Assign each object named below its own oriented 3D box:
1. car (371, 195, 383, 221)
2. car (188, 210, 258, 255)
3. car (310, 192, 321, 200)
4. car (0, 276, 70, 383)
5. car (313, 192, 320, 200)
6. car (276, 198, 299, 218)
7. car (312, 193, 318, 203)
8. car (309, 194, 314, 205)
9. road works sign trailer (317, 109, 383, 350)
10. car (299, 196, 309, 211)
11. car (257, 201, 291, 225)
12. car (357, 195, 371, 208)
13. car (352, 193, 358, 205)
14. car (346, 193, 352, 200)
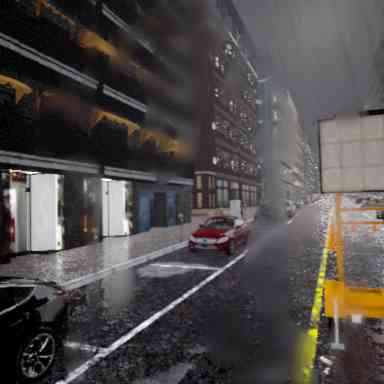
[{"bbox_3d":[12.978,1.032,21.063,2.192,1.841,5.009,0,0,23],"label":"car"},{"bbox_3d":[1.277,1.657,13.768,1.802,1.307,4.206,0,0,23],"label":"car"},{"bbox_3d":[30.333,0.947,81.428,2.192,1.841,5.009,0,0,23],"label":"car"},{"bbox_3d":[-3.193,1.712,3.358,1.947,1.339,4.313,0,0,23],"label":"car"},{"bbox_3d":[25.796,1.223,70.863,1.752,1.417,4.829,0,0,23],"label":"car"},{"bbox_3d":[7.982,1.410,29.382,1.967,1.590,4.097,0,0,23],"label":"car"},{"bbox_3d":[21.394,1.307,60.612,1.887,1.381,4.507,0,0,23],"label":"car"},{"bbox_3d":[16.923,1.376,50.202,1.887,1.381,4.507,0,0,23],"label":"car"},{"bbox_3d":[3.471,0.388,5.638,2.380,3.560,2.880,-2,-1,23],"label":"road works sign trailer"},{"bbox_3d":[12.453,1.452,39.792,2.008,1.369,4.403,0,0,23],"label":"car"},{"bbox_3d":[5.747,1.571,24.178,1.947,1.339,4.313,0,0,23],"label":"car"},{"bbox_3d":[19.753,1.137,36.834,1.752,1.417,4.829,0,0,23],"label":"car"},{"bbox_3d":[24.156,1.110,47.088,1.947,1.339,4.313,0,0,23],"label":"car"},{"bbox_3d":[33.096,0.959,67.906,2.008,1.369,4.403,0,0,23],"label":"car"}]
